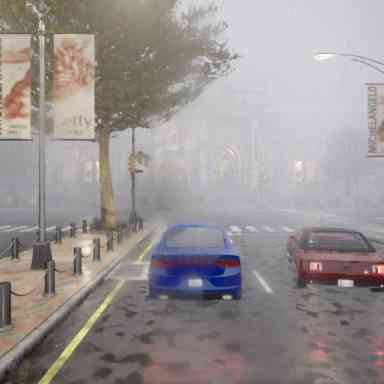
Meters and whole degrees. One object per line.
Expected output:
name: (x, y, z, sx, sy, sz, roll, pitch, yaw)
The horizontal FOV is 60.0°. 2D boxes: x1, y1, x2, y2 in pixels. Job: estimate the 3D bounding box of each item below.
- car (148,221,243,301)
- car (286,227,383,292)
car: (0.073, 1.478, 8.428, 1.882, 1.535, 5.008, 0, 0, 0)
car: (3.679, 1.601, 9.054, 1.895, 1.301, 4.718, 0, 0, 13)
